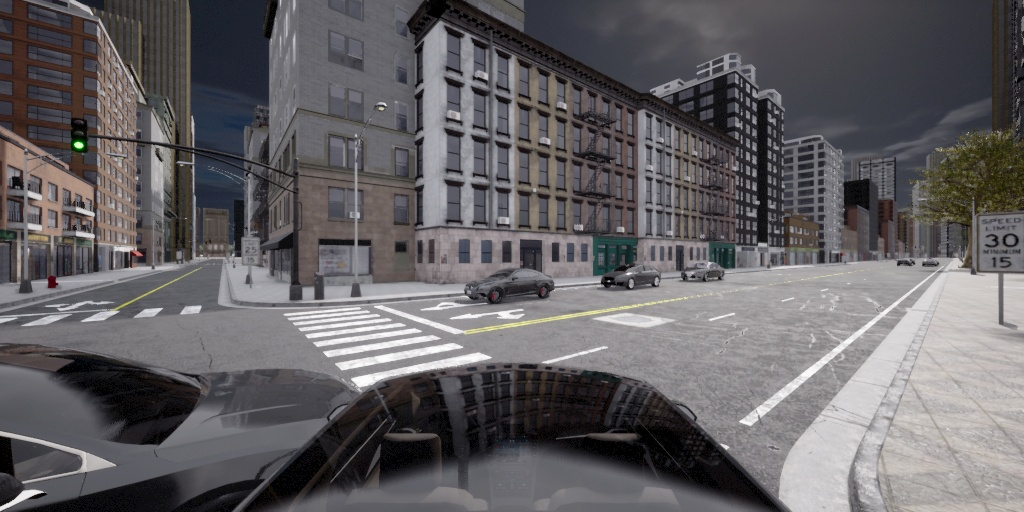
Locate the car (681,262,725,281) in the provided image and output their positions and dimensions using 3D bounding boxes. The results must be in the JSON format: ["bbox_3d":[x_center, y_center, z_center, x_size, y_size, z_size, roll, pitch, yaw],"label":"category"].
[{"bbox_3d":[15.710,1.236,29.435,4.902,1.511,2.128,0,0,-39],"label":"car"}]

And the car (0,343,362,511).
[{"bbox_3d":[-3.219,1.257,1.799,4.892,1.490,1.837,0,0,-34],"label":"car"}]

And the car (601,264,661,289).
[{"bbox_3d":[7.690,1.259,22.978,4.892,1.490,1.837,0,0,-39],"label":"car"}]

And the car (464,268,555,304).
[{"bbox_3d":[-0.011,1.287,16.765,4.674,1.442,1.812,0,0,-39],"label":"car"}]
